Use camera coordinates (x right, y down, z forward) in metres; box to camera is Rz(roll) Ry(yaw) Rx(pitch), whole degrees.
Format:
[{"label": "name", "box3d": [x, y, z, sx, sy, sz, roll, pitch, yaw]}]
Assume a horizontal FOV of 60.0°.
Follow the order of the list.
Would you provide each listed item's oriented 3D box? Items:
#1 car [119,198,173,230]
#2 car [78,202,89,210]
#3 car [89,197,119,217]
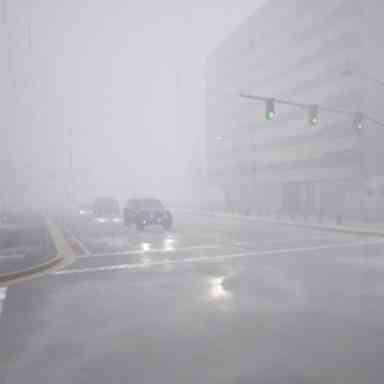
[{"label": "car", "box3d": [-3.225, 1.459, 23.371, 2.150, 2.045, 5.566, 0, -1, -25]}, {"label": "car", "box3d": [-16.578, 2.155, 51.816, 1.895, 1.301, 4.718, 0, -1, -25]}, {"label": "car", "box3d": [-9.593, 1.577, 36.835, 2.150, 2.045, 5.566, 0, 0, -25]}]
